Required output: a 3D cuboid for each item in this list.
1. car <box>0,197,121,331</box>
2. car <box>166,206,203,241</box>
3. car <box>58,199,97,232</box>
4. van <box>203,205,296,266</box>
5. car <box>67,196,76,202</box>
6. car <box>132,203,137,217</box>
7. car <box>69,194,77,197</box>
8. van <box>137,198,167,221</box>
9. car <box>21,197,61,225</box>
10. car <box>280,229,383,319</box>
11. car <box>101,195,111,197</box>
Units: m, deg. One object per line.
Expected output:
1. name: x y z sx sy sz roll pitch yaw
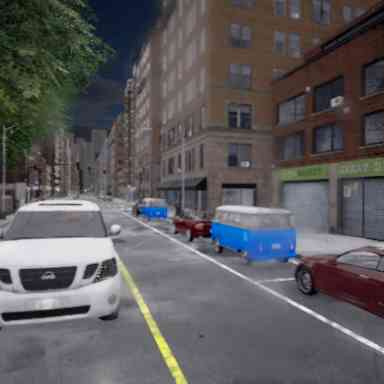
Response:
1. car: -2.881 1.239 7.354 2.150 2.045 5.566 0 0 -18
2. car: 0.239 1.627 17.105 1.887 1.381 4.507 0 0 -18
3. car: -7.296 1.403 21.428 2.097 1.767 4.553 0 0 -18
4. van: 1.969 1.411 11.716 1.690 1.788 3.998 0 0 -18
5. car: -28.001 1.671 77.223 1.887 1.381 4.507 0 0 -18
6. car: -4.948 1.682 33.274 1.947 1.339 4.313 0 0 -18
7. car: -24.619 1.631 66.681 1.752 1.417 4.829 0 0 -18
8. van: -3.218 1.447 27.885 1.690 1.788 3.998 0 0 -18
9. car: -11.323 1.355 25.243 2.192 1.841 5.009 0 0 -18
10. car: 3.697 1.637 6.325 1.802 1.307 4.206 0 0 -18
11. car: -21.560 1.643 85.052 1.967 1.590 4.097 0 0 -18
